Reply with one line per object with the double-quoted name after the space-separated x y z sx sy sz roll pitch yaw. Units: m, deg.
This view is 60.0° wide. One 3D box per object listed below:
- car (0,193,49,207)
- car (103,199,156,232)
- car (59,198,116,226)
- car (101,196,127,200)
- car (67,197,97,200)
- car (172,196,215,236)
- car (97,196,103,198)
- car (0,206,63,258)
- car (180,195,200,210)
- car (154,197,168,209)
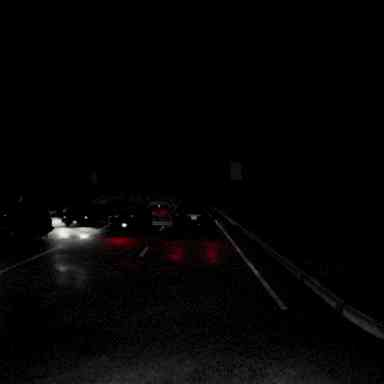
-10.567 1.106 19.980 2.150 2.045 5.566 0 0 0 "car"
-3.415 1.395 19.133 1.837 1.490 4.892 0 0 0 "car"
-7.053 1.412 22.749 2.033 1.411 5.357 0 0 1 "car"
-7.166 1.319 33.176 2.033 1.411 5.357 0 1 -1 "car"
-10.601 1.292 30.203 2.128 1.511 4.902 0 1 -1 "car"
0.088 1.250 18.001 2.097 1.767 4.553 0 0 0 "car"
-10.920 1.217 40.426 1.812 1.442 4.674 0 1 -2 "car"
-7.097 1.478 12.680 2.033 1.411 5.357 0 0 0 "car"
-0.295 1.202 39.048 2.128 1.511 4.902 0 1 -2 "car"
-3.820 1.302 39.777 1.895 1.301 4.718 0 1 -3 "car"
